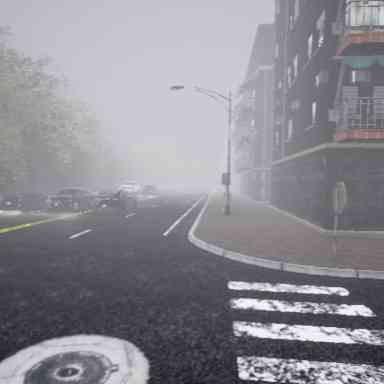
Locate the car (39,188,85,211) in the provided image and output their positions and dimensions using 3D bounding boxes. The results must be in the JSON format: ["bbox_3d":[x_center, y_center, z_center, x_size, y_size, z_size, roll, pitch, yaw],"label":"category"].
[{"bbox_3d":[-8.451,0.480,23.571,1.837,1.490,4.892,1,2,5],"label":"car"}]

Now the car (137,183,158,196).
[{"bbox_3d":[-6.287,-0.283,49.744,1.837,1.490,4.892,1,1,5],"label":"car"}]

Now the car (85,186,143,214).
[{"bbox_3d":[-5.080,0.566,22.466,2.128,1.511,4.902,1,2,5],"label":"car"}]

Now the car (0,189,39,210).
[{"bbox_3d":[-11.715,0.476,23.541,1.994,1.385,4.181,1,2,5],"label":"car"}]

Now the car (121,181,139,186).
[{"bbox_3d":[-9.437,-0.663,50.910,2.150,2.045,5.566,1,1,5],"label":"car"}]
